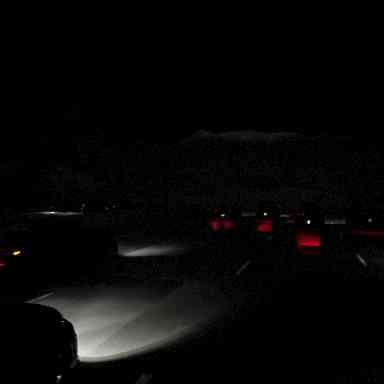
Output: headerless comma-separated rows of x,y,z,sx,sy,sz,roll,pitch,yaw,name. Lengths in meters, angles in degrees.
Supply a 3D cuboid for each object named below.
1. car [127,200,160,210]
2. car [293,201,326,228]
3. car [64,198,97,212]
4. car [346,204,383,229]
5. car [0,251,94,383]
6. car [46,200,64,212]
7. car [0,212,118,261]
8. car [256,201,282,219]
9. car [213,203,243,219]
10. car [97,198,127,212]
-5.260,1.691,38.159,1.994,1.385,4.181,0,-1,20,car
8.031,1.585,22.798,1.837,1.490,4.892,0,0,19,car
-12.318,1.460,39.220,2.097,1.767,4.553,0,0,20,car
11.661,1.567,22.568,1.882,1.535,5.008,0,0,19,car
-2.828,1.556,2.531,1.994,1.385,4.181,0,0,19,car
-15.632,1.669,40.347,1.994,1.385,4.181,0,0,20,car
-4.020,1.518,9.675,1.812,1.442,4.674,0,0,19,car
7.029,1.626,30.479,1.837,1.490,4.892,0,0,19,car
3.419,1.712,30.767,1.895,1.301,4.718,0,0,19,car
-8.643,1.626,39.096,1.837,1.490,4.892,0,-1,20,car
